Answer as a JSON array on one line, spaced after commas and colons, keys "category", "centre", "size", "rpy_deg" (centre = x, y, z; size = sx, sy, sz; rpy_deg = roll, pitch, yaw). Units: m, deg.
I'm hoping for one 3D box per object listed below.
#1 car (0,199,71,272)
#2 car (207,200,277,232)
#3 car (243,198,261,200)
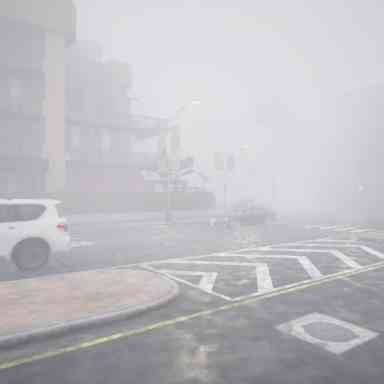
[{"category": "car", "centre": [-6.337, 1.222, 9.302], "size": [5.566, 2.045, 2.150], "rpy_deg": [0, 0, -35]}, {"category": "car", "centre": [3.097, 1.491, 20.332], "size": [4.902, 1.511, 2.128], "rpy_deg": [0, 0, -37]}, {"category": "car", "centre": [7.563, 1.477, 40.476], "size": [1.882, 1.535, 5.008], "rpy_deg": [0, 0, -32]}]
